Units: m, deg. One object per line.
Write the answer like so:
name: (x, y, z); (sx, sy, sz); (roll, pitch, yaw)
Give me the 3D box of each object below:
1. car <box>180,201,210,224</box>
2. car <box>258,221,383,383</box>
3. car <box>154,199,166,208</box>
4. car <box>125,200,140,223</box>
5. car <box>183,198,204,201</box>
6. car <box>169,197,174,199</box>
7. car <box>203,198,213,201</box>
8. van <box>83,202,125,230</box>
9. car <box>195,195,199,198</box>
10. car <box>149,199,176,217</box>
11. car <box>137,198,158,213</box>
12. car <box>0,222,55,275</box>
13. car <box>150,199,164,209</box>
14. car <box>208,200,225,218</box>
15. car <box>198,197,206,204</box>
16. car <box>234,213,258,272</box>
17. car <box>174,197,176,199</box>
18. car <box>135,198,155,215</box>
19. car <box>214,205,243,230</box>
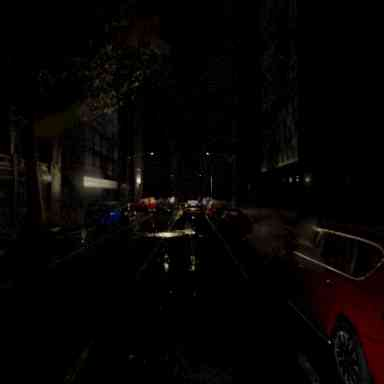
car: (0.094, 1.724, 27.005); (2.128, 1.511, 4.902); (0, -1, 0)
car: (2.668, 1.354, 5.090); (2.192, 1.841, 5.009); (0, 0, 0)
car: (-5.868, 2.020, 61.488); (1.967, 1.590, 4.097); (0, -1, 0)
car: (-5.863, 1.681, 27.654); (1.967, 1.590, 4.097); (0, -1, 0)
car: (0.093, 1.894, 44.561); (2.128, 1.511, 4.902); (0, -1, 0)
car: (-5.879, 2.302, 78.202); (1.752, 1.417, 4.829); (0, -1, 1)
car: (2.661, 1.789, 38.920); (1.967, 1.590, 4.097); (0, -1, 0)
van: (-5.862, 1.528, 22.015); (1.690, 1.788, 3.998); (0, -1, 0)
car: (2.653, 2.162, 84.028); (2.192, 1.841, 5.009); (0, -1, 0)
car: (-3.010, 1.791, 35.130); (1.882, 1.535, 5.008); (0, -1, 0)
car: (-5.865, 1.718, 44.572); (2.192, 1.841, 5.009); (0, -1, 0)
car: (-5.859, 1.666, 10.734); (1.802, 1.307, 4.206); (0, 0, 0)
car: (-5.868, 1.959, 55.850); (1.967, 1.590, 4.097); (0, -1, 0)
car: (2.662, 1.839, 33.280); (1.887, 1.381, 4.507); (0, -1, 0)
car: (2.652, 2.228, 89.668); (2.192, 1.841, 5.009); (0, -1, 0)
car: (2.666, 1.611, 10.896); (1.752, 1.417, 4.829); (0, 0, 0)
car: (-5.874, 2.436, 89.514); (1.752, 1.417, 4.829); (0, -1, 0)
car: (-5.864, 1.664, 38.934); (2.192, 1.841, 5.009); (0, -1, 0)
car: (2.664, 1.769, 22.002); (1.802, 1.307, 4.206); (0, -1, 0)
